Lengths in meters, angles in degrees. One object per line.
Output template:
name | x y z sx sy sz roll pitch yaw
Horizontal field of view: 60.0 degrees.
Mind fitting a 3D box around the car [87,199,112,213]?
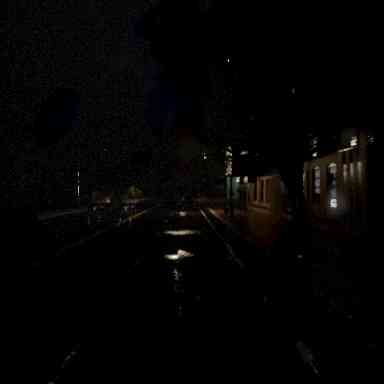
car | -10.246 1.539 37.289 2.128 1.511 4.902 0 0 -1

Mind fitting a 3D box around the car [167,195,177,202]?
car | -4.198 1.332 69.909 1.812 1.442 4.674 0 0 -1

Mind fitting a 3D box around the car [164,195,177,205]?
car | -4.053 1.531 59.491 2.033 1.411 5.357 0 0 -1

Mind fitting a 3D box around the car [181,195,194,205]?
car | -0.804 1.480 59.536 1.837 1.490 4.892 0 0 -1

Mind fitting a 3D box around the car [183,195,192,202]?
car | -0.948 1.352 69.954 1.994 1.385 4.181 0 0 -1

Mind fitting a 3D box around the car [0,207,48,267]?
car | -6.724 1.366 11.274 2.097 1.767 4.553 0 0 -1

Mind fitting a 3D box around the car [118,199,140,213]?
car | -6.996 1.531 37.334 2.128 1.511 4.902 0 0 -1
